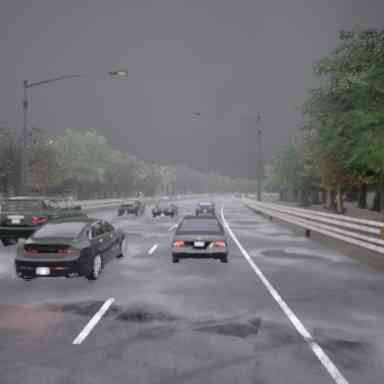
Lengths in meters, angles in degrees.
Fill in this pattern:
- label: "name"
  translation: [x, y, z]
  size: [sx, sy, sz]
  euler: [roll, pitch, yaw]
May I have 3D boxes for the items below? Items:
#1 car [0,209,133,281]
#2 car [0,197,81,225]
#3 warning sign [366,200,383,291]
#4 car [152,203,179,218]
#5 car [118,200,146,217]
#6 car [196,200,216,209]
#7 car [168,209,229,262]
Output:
- label: "car"
  translation: [-3.271, 1.508, 9.886]
  size: [1.837, 1.490, 4.892]
  euler: [0, 0, 2]
- label: "car"
  translation: [-6.600, 1.224, 15.366]
  size: [2.150, 2.045, 5.566]
  euler: [0, 0, 3]
- label: "warning sign"
  translation: [4.620, 1.120, 7.077]
  size: [1.300, 1.860, 1.060]
  euler: [0, 0, 1]
- label: "car"
  translation: [-2.325, 1.628, 30.401]
  size: [1.895, 1.301, 4.718]
  euler: [0, 0, 4]
- label: "car"
  translation: [-5.711, 1.532, 32.092]
  size: [1.837, 1.490, 4.892]
  euler: [0, 0, 4]
- label: "car"
  translation: [1.366, 1.559, 32.916]
  size: [1.812, 1.442, 4.674]
  euler: [0, 0, 4]
- label: "car"
  translation: [0.295, 1.554, 12.104]
  size: [2.033, 1.411, 5.357]
  euler: [0, 0, 2]
